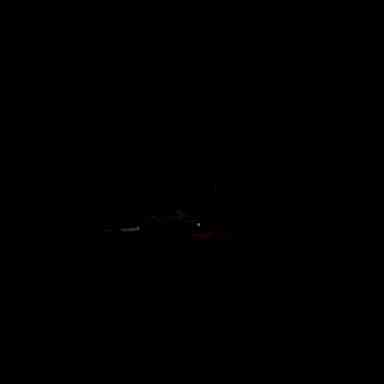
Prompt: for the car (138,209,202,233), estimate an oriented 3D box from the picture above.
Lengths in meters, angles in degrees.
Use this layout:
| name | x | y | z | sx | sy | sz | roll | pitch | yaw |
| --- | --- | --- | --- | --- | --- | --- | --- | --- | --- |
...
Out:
| name | x | y | z | sx | sy | sz | roll | pitch | yaw |
| --- | --- | --- | --- | --- | --- | --- | --- | --- | --- |
| car | -1.518 | 1.900 | 22.501 | 4.674 | 1.442 | 1.812 | -1 | -2 | 33 |
